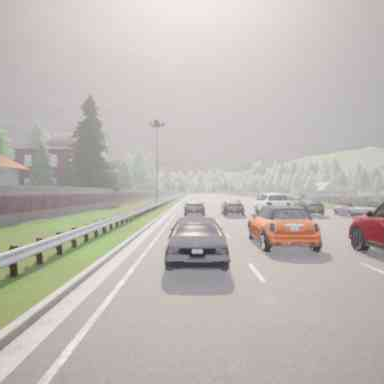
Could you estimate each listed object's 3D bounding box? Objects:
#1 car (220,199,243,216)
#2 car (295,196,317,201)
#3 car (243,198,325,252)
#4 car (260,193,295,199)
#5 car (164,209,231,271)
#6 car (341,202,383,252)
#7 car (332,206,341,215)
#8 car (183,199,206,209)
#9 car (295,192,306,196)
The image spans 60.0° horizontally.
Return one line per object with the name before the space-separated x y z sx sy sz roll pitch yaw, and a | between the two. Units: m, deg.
car | 3.725 1.406 31.053 2.128 1.511 4.902 0 0 0
car | 10.726 1.418 31.003 2.128 1.511 4.902 0 0 0
car | 3.653 1.317 13.932 2.097 1.767 4.553 0 0 0
car | 7.223 1.144 30.252 2.150 2.045 5.566 0 0 0
car | 0.140 1.516 10.758 2.033 1.411 5.357 0 0 0
car | 7.139 1.202 10.524 2.150 2.045 5.566 0 0 0
car | 14.218 1.538 29.455 1.895 1.301 4.718 0 0 0
car | 0.225 1.400 31.059 2.128 1.511 4.902 0 0 0
car | 23.227 1.035 73.671 3.866 1.878 1.905 0 0 0
